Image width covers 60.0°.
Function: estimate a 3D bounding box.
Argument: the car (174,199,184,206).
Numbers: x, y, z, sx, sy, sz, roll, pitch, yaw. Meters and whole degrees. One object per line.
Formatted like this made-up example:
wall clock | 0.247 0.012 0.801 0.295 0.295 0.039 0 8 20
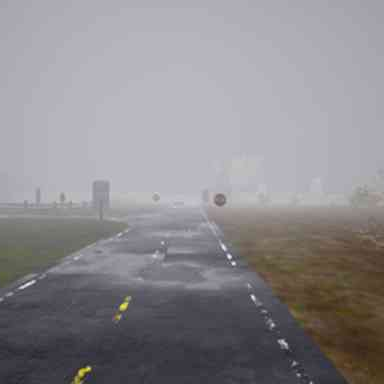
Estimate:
car | -2.769 2.173 71.373 1.882 1.535 5.008 0 -1 0
